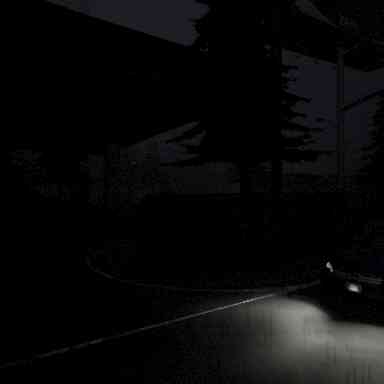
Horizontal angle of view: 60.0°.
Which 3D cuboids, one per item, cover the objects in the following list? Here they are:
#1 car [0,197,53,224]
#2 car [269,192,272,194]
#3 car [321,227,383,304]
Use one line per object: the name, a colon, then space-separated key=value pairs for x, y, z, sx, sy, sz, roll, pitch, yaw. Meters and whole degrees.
car: x=-11.997 y=1.313 z=23.462 sx=3.866 sy=1.878 sz=1.905 roll=0 pitch=0 yaw=-36
car: x=6.204 y=1.050 z=28.677 sx=2.150 sy=2.045 sz=5.566 roll=0 pitch=1 yaw=-34
car: x=4.902 y=1.528 z=7.612 sx=4.674 sy=1.442 sz=1.812 roll=0 pitch=0 yaw=-36
